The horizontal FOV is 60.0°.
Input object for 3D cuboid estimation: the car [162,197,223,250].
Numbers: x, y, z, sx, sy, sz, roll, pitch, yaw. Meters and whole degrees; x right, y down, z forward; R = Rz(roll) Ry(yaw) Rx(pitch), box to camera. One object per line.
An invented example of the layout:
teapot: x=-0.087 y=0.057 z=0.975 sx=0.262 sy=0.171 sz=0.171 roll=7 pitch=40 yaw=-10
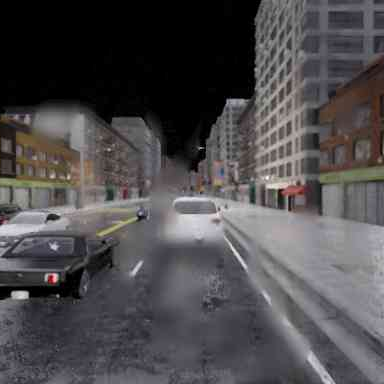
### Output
car: x=0.098 y=1.235 z=14.522 sx=2.150 sy=2.045 sz=5.566 roll=0 pitch=0 yaw=0

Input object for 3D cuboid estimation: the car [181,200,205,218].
car: x=0.094 y=1.579 z=31.703 sx=2.033 sy=1.411 sz=5.357 roll=0 pitch=0 yaw=0

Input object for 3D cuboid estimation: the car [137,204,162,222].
car: x=-3.153 y=1.627 z=26.670 sx=1.895 sy=1.301 sz=4.718 roll=0 pitch=0 yaw=0

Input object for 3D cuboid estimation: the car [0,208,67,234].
car: x=-6.590 y=1.539 z=13.934 sx=1.812 sy=1.442 sz=4.674 roll=0 pitch=0 yaw=0

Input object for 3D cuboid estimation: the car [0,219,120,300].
car: x=-3.150 y=1.608 z=8.336 sx=1.895 sy=1.301 sz=4.718 roll=0 pitch=0 yaw=0

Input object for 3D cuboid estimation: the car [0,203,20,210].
car: x=-9.834 y=1.367 z=16.057 sx=2.097 sy=1.767 sz=4.553 roll=0 pitch=0 yaw=0
